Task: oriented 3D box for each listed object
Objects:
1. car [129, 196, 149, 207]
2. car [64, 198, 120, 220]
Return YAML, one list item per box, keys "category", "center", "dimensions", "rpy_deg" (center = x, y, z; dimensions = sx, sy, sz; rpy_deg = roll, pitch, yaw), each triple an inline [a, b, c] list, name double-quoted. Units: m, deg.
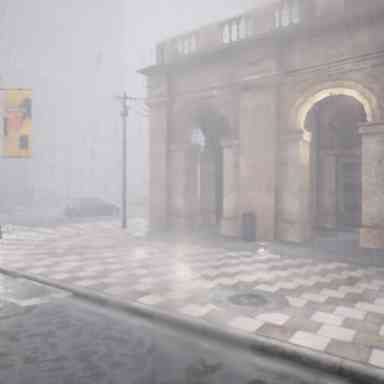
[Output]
- category: "car"
  center: [-6.877, 1.349, 47.825]
  dimensions: [1.882, 1.535, 5.008]
  rpy_deg: [0, 0, 36]
- category: "car"
  center: [-8.212, 1.253, 27.681]
  dimensions: [2.097, 1.767, 4.553]
  rpy_deg: [0, 0, 35]
